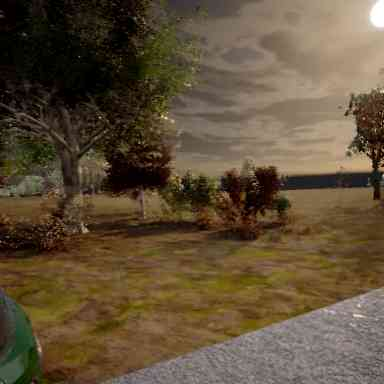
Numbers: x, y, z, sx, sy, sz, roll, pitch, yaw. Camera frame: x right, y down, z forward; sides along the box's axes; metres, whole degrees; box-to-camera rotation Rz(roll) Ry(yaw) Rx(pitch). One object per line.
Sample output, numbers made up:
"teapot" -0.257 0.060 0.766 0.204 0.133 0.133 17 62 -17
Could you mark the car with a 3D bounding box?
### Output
"car" -3.260 1.211 0.673 5.566 2.045 2.150 0 0 -36
